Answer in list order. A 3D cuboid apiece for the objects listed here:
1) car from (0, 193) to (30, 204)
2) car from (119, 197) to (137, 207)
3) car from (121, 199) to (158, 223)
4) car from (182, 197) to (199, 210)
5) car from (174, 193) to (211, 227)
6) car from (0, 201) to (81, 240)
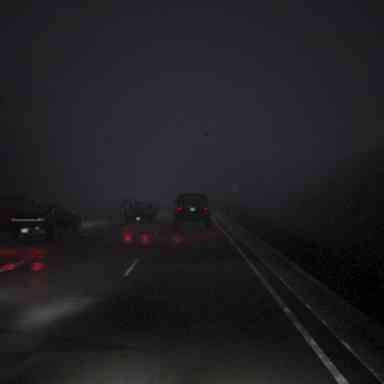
[{"bbox_3d":[-10.472,1.073,18.800,2.150,2.045,5.566,0,0,-1],"label":"car"},{"bbox_3d":[-7.184,1.297,39.239,1.895,1.301,4.718,0,0,-1],"label":"car"},{"bbox_3d":[-3.523,1.416,23.840,1.895,1.301,4.718,0,0,-1],"label":"car"},{"bbox_3d":[-0.184,1.298,39.272,1.895,1.301,4.718,0,0,-1],"label":"car"},{"bbox_3d":[0.003,1.058,21.273,2.150,2.045,5.566,0,0,-1],"label":"car"},{"bbox_3d":[-6.951,1.364,16.185,2.128,1.511,4.902,0,0,0],"label":"car"}]
